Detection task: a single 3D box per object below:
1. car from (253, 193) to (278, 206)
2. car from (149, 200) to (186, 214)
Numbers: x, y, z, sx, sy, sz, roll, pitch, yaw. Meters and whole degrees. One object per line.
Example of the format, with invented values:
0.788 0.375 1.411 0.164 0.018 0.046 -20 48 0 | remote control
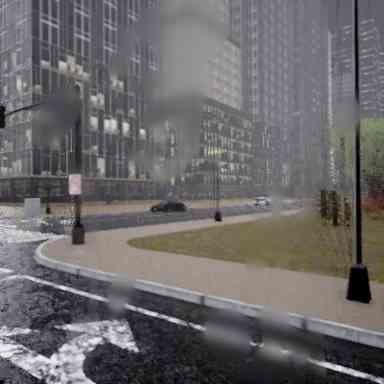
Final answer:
11.773 1.193 53.055 2.150 2.045 5.566 -1 -1 37 | car
-2.437 1.508 34.370 1.994 1.385 4.181 -1 0 37 | car
